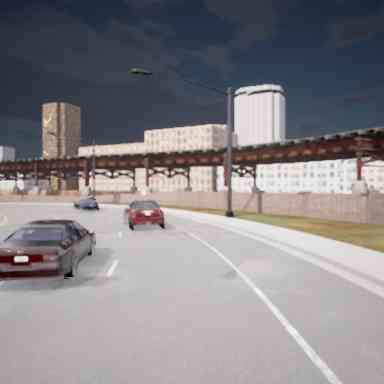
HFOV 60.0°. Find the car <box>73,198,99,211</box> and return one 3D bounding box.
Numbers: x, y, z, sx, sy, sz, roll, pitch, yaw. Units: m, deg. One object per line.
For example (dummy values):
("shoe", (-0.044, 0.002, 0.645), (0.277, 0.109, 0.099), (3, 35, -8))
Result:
("car", (-12.637, 1.460, 39.489), (1.994, 1.385, 4.181), (-1, 1, -36))

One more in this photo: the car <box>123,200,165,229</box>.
("car", (-3.147, 1.264, 21.067), (2.097, 1.767, 4.553), (-1, 0, -17))

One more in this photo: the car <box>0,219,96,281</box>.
("car", (-4.134, 1.524, 9.865), (2.033, 1.411, 5.357), (0, 0, -8))
